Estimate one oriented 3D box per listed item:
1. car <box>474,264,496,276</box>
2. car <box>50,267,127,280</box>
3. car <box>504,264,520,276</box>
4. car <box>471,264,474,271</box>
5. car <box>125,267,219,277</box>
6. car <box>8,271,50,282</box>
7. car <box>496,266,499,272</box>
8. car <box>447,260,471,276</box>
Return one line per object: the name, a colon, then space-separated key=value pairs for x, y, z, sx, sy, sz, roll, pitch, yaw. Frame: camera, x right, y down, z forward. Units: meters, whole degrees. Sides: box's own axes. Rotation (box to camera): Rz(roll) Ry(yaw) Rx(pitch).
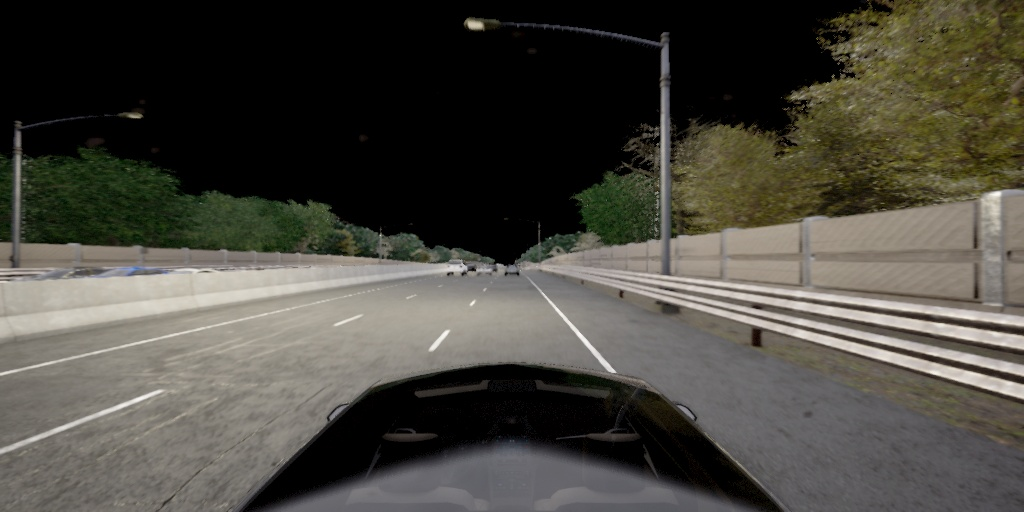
car: x=-3.501 y=1.905 z=46.862 sx=1.895 sy=1.301 sz=4.718 roll=0 pitch=-1 yaw=0
car: x=-21.089 y=1.361 z=19.715 sx=1.882 sy=1.535 sz=5.008 roll=0 pitch=-1 yaw=0
car: x=0.001 y=1.870 z=46.995 sx=1.994 sy=1.385 sz=4.181 roll=0 pitch=-1 yaw=0
car: x=-6.963 y=2.077 z=62.323 sx=1.882 sy=1.535 sz=5.008 roll=0 pitch=-1 yaw=1
car: x=-17.590 y=1.407 z=19.576 sx=1.812 sy=1.442 sz=4.674 roll=0 pitch=-1 yaw=0
car: x=-24.586 y=1.391 z=20.075 sx=1.837 sy=1.490 sz=4.892 roll=0 pitch=-1 yaw=0
car: x=-3.459 y=2.135 z=62.822 sx=1.812 sy=1.442 sz=4.674 roll=0 pitch=-1 yaw=1
car: x=-7.003 y=1.513 z=46.253 sx=2.150 sy=2.045 sz=5.566 roll=0 pitch=-1 yaw=0
